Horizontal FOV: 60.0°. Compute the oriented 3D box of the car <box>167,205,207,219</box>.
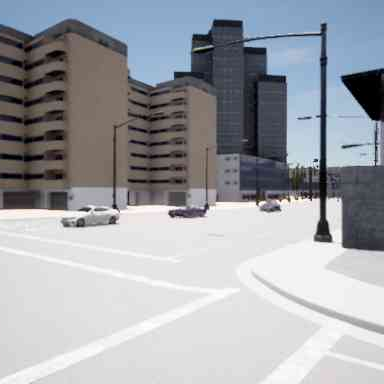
[{"bbox_3d":[-0.454,2.021,34.354,1.895,1.301,4.718,0,-1,35],"label":"car"}]

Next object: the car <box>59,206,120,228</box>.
[{"bbox_3d":[-7.392,1.736,24.479,1.812,1.442,4.674,0,-1,35],"label":"car"}]

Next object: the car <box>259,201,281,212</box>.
[{"bbox_3d":[12.325,2.247,52.395,2.097,1.767,4.553,0,-1,35],"label":"car"}]
